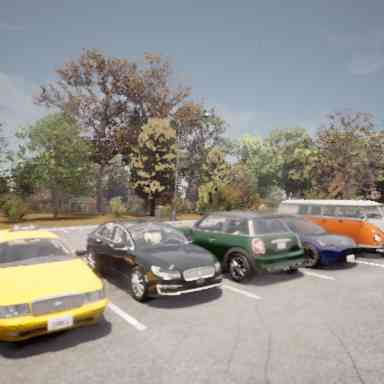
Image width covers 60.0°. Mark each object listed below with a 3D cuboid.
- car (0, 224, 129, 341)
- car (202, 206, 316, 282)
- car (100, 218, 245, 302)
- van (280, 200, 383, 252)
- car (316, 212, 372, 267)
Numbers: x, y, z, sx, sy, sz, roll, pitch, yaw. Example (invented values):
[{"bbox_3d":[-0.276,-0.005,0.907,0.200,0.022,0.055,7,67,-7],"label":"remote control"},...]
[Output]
[{"bbox_3d":[-3.379,1.478,6.808,1.946,1.575,5.366,0,0,-36],"label":"car"},{"bbox_3d":[1.047,1.376,10.156,2.185,1.767,4.553,0,0,-36],"label":"car"},{"bbox_3d":[-1.238,1.489,8.571,2.231,1.521,4.892,0,0,-36],"label":"car"},{"bbox_3d":[5.615,1.313,13.310,1.878,1.987,4.442,0,0,-36],"label":"van"},{"bbox_3d":[3.303,1.548,11.767,2.163,1.488,4.792,0,0,-35],"label":"car"}]
